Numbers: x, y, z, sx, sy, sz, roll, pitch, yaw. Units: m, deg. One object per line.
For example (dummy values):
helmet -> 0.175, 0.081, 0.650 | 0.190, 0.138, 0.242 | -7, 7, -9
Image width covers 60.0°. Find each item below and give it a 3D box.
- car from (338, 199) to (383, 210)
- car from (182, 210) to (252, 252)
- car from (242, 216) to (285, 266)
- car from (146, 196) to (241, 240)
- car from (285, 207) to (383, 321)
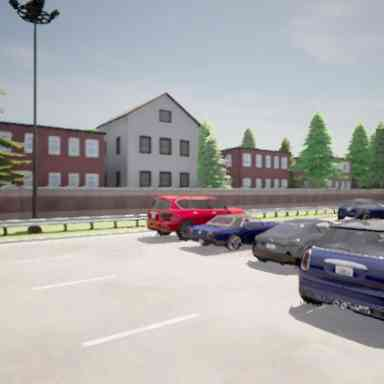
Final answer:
car -> 13.563, 1.329, 26.319 | 4.553, 1.767, 2.097 | 0, 0, -35
car -> 2.160, 1.592, 13.887 | 4.718, 1.301, 1.895 | 0, 0, -35
car -> 3.937, 1.556, 10.859 | 4.181, 1.385, 1.994 | 0, 0, -35
car -> 0.404, 1.212, 16.932 | 5.566, 2.045, 2.150 | 0, 0, -35
car -> 4.288, 1.344, 6.815 | 4.553, 1.767, 2.097 | 0, 0, -35
